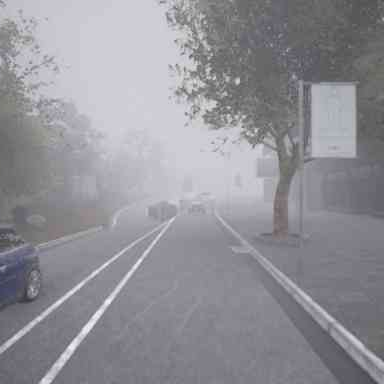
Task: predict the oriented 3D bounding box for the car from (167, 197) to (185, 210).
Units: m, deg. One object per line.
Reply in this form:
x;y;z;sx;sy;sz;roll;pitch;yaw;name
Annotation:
-2.581;1.734;44.729;2.002;1.452;4.674;-2;2;4;car

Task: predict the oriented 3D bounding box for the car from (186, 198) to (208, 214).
0.635;1.744;38.895;1.812;1.442;4.674;0;0;3;car

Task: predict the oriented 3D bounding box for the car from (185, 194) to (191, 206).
-2.067;1.433;50.844;2.097;1.535;5.008;1;3;9;car

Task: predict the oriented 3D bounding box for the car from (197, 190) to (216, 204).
2.728;0.878;57.315;2.150;2.045;5.566;0;2;10;car

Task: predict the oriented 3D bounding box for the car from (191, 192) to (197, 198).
-0.330;1.071;61.229;2.002;1.452;4.674;-1;2;12;car

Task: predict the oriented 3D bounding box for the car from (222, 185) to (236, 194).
9.856;-0.401;93.898;2.231;1.521;4.892;-3;1;25;car

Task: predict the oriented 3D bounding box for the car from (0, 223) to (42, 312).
-4.299;1.383;5.267;2.097;1.767;4.553;0;0;1;car

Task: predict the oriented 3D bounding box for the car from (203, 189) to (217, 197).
4.217;0.256;78.896;2.097;1.535;5.008;0;3;18;car

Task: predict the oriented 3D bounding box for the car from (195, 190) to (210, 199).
2.394;0.525;72.843;2.231;1.521;4.892;0;3;16;car

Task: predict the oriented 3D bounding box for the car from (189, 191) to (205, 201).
0.998;0.778;67.312;2.097;1.535;5.008;-1;3;14;car
